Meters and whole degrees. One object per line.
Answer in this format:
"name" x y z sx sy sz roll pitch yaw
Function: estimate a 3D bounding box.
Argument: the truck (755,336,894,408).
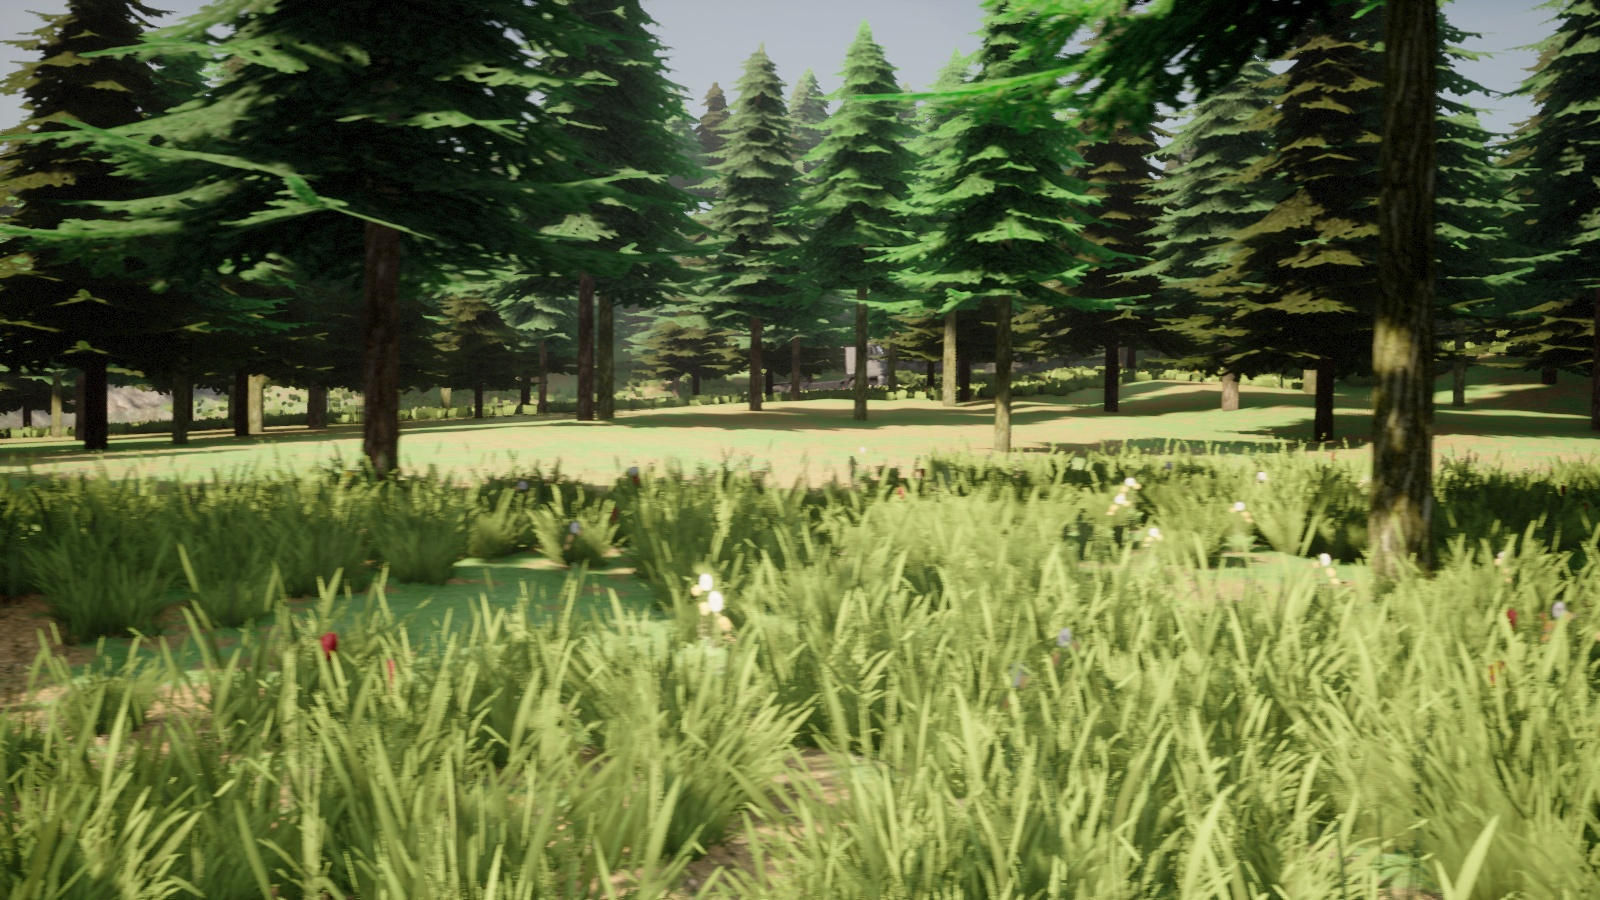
"truck" 1.566 -4.795 77.776 7.936 3.462 2.891 -6 0 11
